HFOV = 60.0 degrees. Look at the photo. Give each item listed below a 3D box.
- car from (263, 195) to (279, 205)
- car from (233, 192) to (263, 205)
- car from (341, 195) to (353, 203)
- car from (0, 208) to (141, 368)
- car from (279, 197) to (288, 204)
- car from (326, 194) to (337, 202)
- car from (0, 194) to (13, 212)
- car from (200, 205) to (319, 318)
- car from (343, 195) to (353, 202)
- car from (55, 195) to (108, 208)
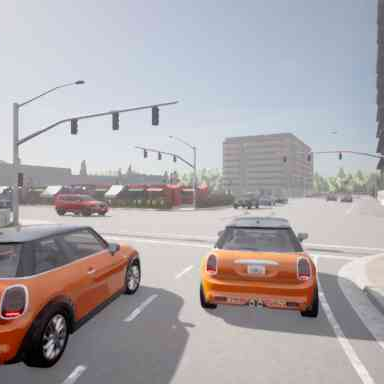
[{"bbox_3d":[11.940,1.343,53.366,2.097,1.767,4.553,0,0,27],"label":"car"},{"bbox_3d":[7.349,1.214,44.516,2.150,2.045,5.566,0,0,27],"label":"car"},{"bbox_3d":[31.954,1.584,68.991,1.895,1.301,4.718,0,0,27],"label":"car"},{"bbox_3d":[-2.509,1.351,6.052,2.097,1.767,4.553,0,0,9],"label":"car"},{"bbox_3d":[16.565,1.590,62.209,1.895,1.301,4.718,0,0,28],"label":"car"},{"bbox_3d":[33.386,1.342,79.371,2.097,1.767,4.553,0,0,27],"label":"car"},{"bbox_3d":[-22.509,1.270,38.027,5.566,2.045,2.150,0,0,28],"label":"car"},{"bbox_3d":[1.603,1.351,7.770,2.097,1.767,4.553,0,0,14],"label":"car"},{"bbox_3d":[36.526,1.487,77.823,1.837,1.490,4.892,0,0,27],"label":"car"},{"bbox_3d":[-10.603,1.272,31.742,5.566,2.045,2.150,0,0,28],"label":"car"}]
